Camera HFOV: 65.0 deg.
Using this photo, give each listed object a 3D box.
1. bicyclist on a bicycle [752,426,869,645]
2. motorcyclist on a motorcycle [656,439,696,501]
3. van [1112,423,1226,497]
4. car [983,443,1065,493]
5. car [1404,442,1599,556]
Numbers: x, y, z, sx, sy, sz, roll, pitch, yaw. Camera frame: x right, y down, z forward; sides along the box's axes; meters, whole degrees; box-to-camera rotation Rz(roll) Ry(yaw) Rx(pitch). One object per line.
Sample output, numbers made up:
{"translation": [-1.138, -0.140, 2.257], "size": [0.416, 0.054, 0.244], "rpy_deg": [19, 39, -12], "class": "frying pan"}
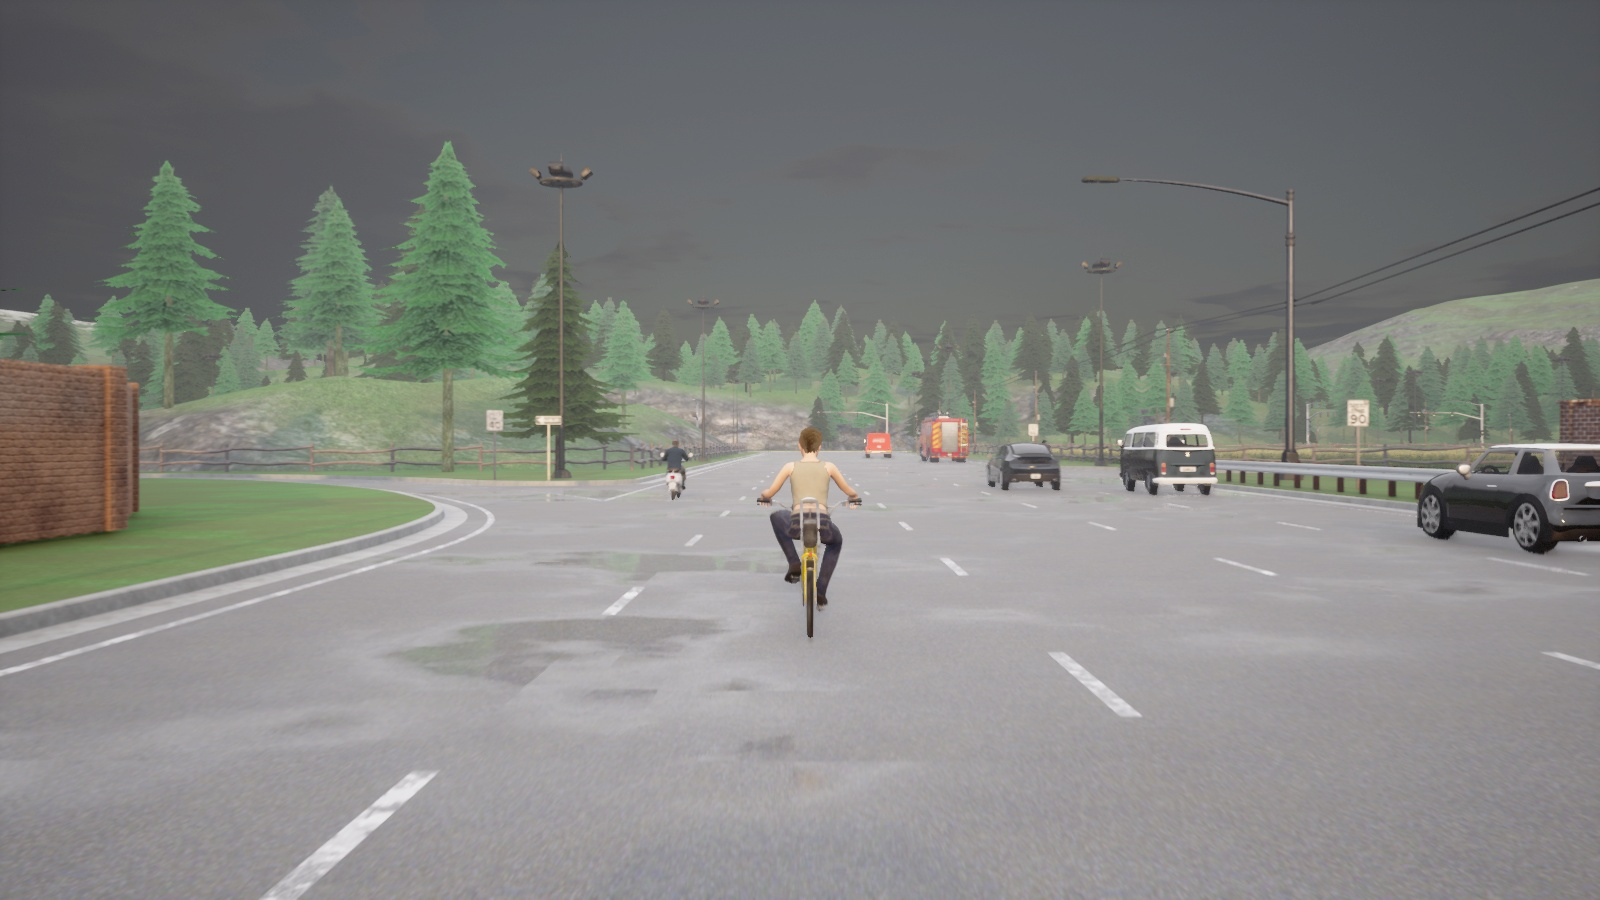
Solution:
{"translation": [0.077, 0.627, 10.026], "size": [0.866, 1.612, 1.509], "rpy_deg": [0, 0, 0], "class": "bicyclist on a bicycle"}
{"translation": [-3.296, 0.509, 33.445], "size": [0.866, 1.590, 1.817], "rpy_deg": [0, 0, 0], "class": "motorcyclist on a motorcycle"}
{"translation": [10.723, 0.271, 36.852], "size": [2.069, 2.038, 4.480], "rpy_deg": [0, 0, 0], "class": "van"}
{"translation": [7.247, 0.528, 41.095], "size": [1.837, 1.490, 4.892], "rpy_deg": [0, 1, 0], "class": "car"}
{"translation": [10.618, 0.618, 18.143], "size": [1.970, 1.475, 3.806], "rpy_deg": [0, 0, 0], "class": "car"}
